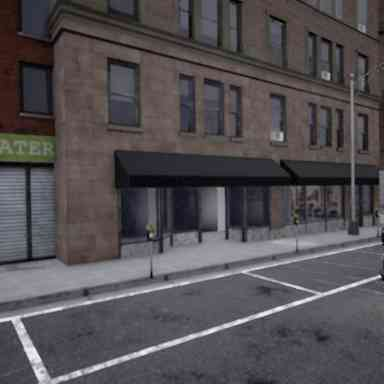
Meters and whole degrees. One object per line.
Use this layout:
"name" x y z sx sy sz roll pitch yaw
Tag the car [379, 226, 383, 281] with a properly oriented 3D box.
"car" 6.741 1.459 8.099 5.357 1.411 2.033 -1 0 -35
